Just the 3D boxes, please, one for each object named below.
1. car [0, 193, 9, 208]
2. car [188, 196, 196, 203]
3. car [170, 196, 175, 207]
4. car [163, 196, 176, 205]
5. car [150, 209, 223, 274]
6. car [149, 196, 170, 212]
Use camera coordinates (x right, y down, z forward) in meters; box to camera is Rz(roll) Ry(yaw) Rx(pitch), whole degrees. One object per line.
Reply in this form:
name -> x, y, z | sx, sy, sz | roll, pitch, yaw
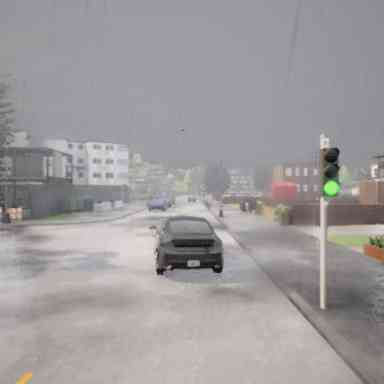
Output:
car -> -19.762, 1.023, 32.017 | 1.905, 1.878, 3.866 | 0, 0, 35
car -> -0.008, 1.611, 73.994 | 2.128, 1.511, 4.902 | 0, 0, 0
car -> -4.077, 1.535, 49.784 | 1.882, 1.535, 5.008 | 0, 0, 0
car -> -4.007, 1.561, 60.215 | 2.128, 1.511, 4.902 | 0, 0, 0
car -> -0.280, 1.519, 10.711 | 1.837, 1.490, 4.892 | 1, 0, -8
car -> -4.100, 1.525, 40.371 | 1.882, 1.535, 5.008 | 0, 0, 0
